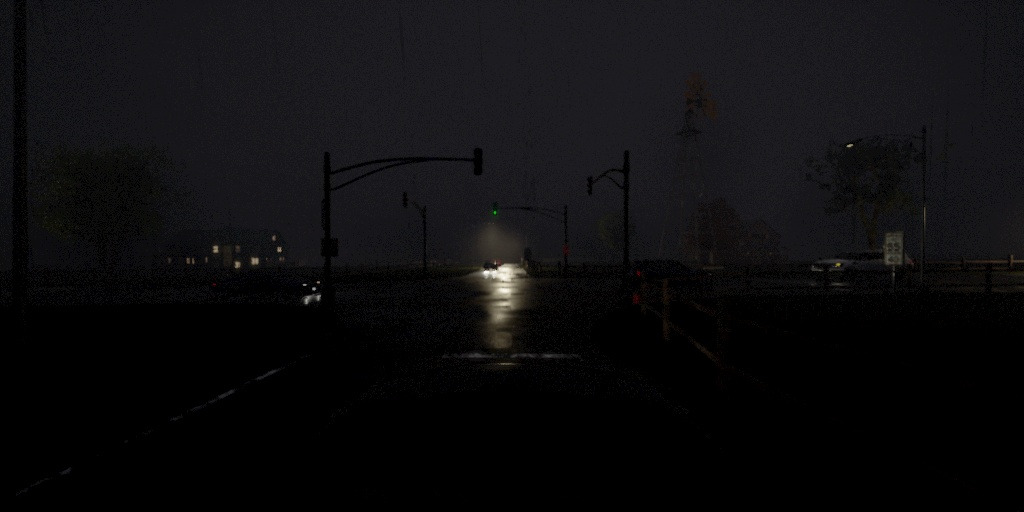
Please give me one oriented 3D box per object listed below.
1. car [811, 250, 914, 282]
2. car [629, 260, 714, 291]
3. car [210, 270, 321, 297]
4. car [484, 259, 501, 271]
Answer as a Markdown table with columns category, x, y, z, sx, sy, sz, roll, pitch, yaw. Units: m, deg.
| category | x | y | z | sx | sy | sz | roll | pitch | yaw |
| --- | --- | --- | --- | --- | --- | --- | --- | --- | --- |
| car | 23.504 | 0.604 | 24.145 | 5.566 | 2.045 | 2.150 | -1 | 1 | 0 |
| car | 8.998 | 0.992 | 20.522 | 4.553 | 1.767 | 2.097 | -1 | 1 | 0 |
| car | -13.983 | 1.519 | 20.476 | 5.357 | 1.411 | 2.033 | -1 | 1 | 0 |
| car | -2.943 | 1.250 | 50.490 | 2.128 | 1.511 | 4.902 | 0 | 0 | 0 |
